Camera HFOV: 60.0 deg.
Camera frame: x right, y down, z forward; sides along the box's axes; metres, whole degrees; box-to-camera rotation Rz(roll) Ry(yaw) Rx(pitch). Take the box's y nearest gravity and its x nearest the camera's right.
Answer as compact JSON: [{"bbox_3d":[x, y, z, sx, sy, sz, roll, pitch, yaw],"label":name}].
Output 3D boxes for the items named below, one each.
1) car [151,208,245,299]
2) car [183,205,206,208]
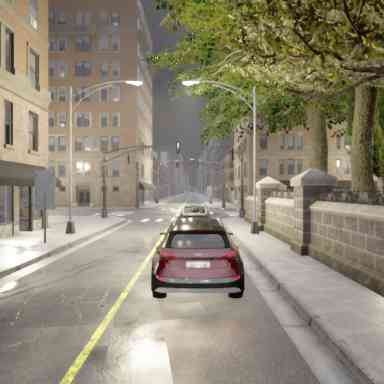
[{"bbox_3d":[0.119,1.429,8.492,2.033,1.649,4.856,0,0,0],"label":"car"},{"bbox_3d":[0.141,1.501,18.339,1.837,1.490,4.892,0,0,0],"label":"car"}]
